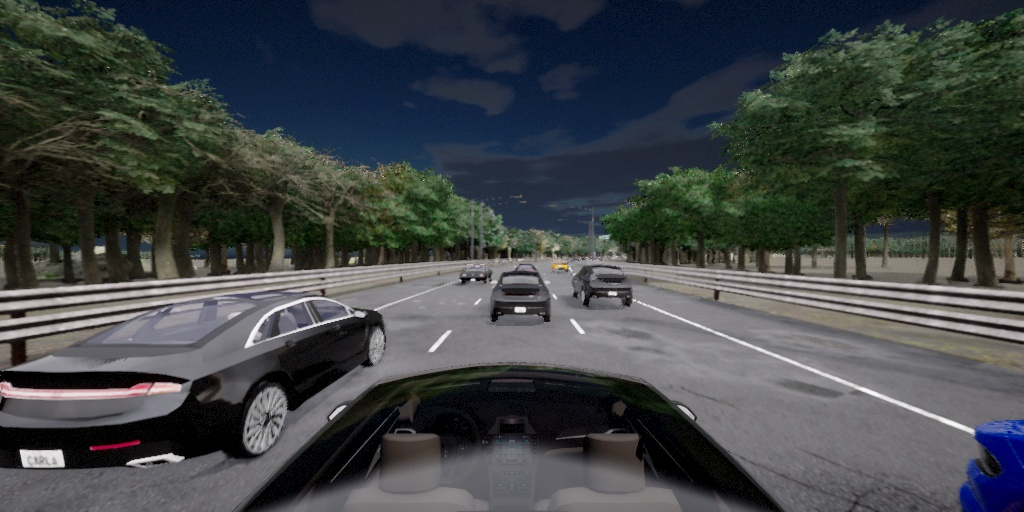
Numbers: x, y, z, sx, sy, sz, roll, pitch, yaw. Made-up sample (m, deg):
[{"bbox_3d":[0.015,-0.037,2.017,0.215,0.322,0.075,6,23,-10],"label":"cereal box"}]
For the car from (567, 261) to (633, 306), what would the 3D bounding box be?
[{"bbox_3d":[3.752,1.132,15.542,1.837,1.490,4.892,0,0,2],"label":"car"}]

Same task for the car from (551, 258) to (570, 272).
[{"bbox_3d":[5.903,1.115,44.817,1.882,1.535,5.008,0,0,6],"label":"car"}]

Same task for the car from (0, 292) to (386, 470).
[{"bbox_3d":[-3.345,1.240,4.996,2.128,1.511,4.902,0,0,1],"label":"car"}]

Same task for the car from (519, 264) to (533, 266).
[{"bbox_3d":[1.142,1.322,29.288,1.994,1.385,4.181,0,0,4],"label":"car"}]

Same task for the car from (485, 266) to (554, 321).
[{"bbox_3d":[0.300,1.259,12.488,1.837,1.490,4.892,0,0,2],"label":"car"}]

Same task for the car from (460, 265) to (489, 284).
[{"bbox_3d":[-2.544,1.355,26.874,1.895,1.301,4.718,0,0,4],"label":"car"}]
